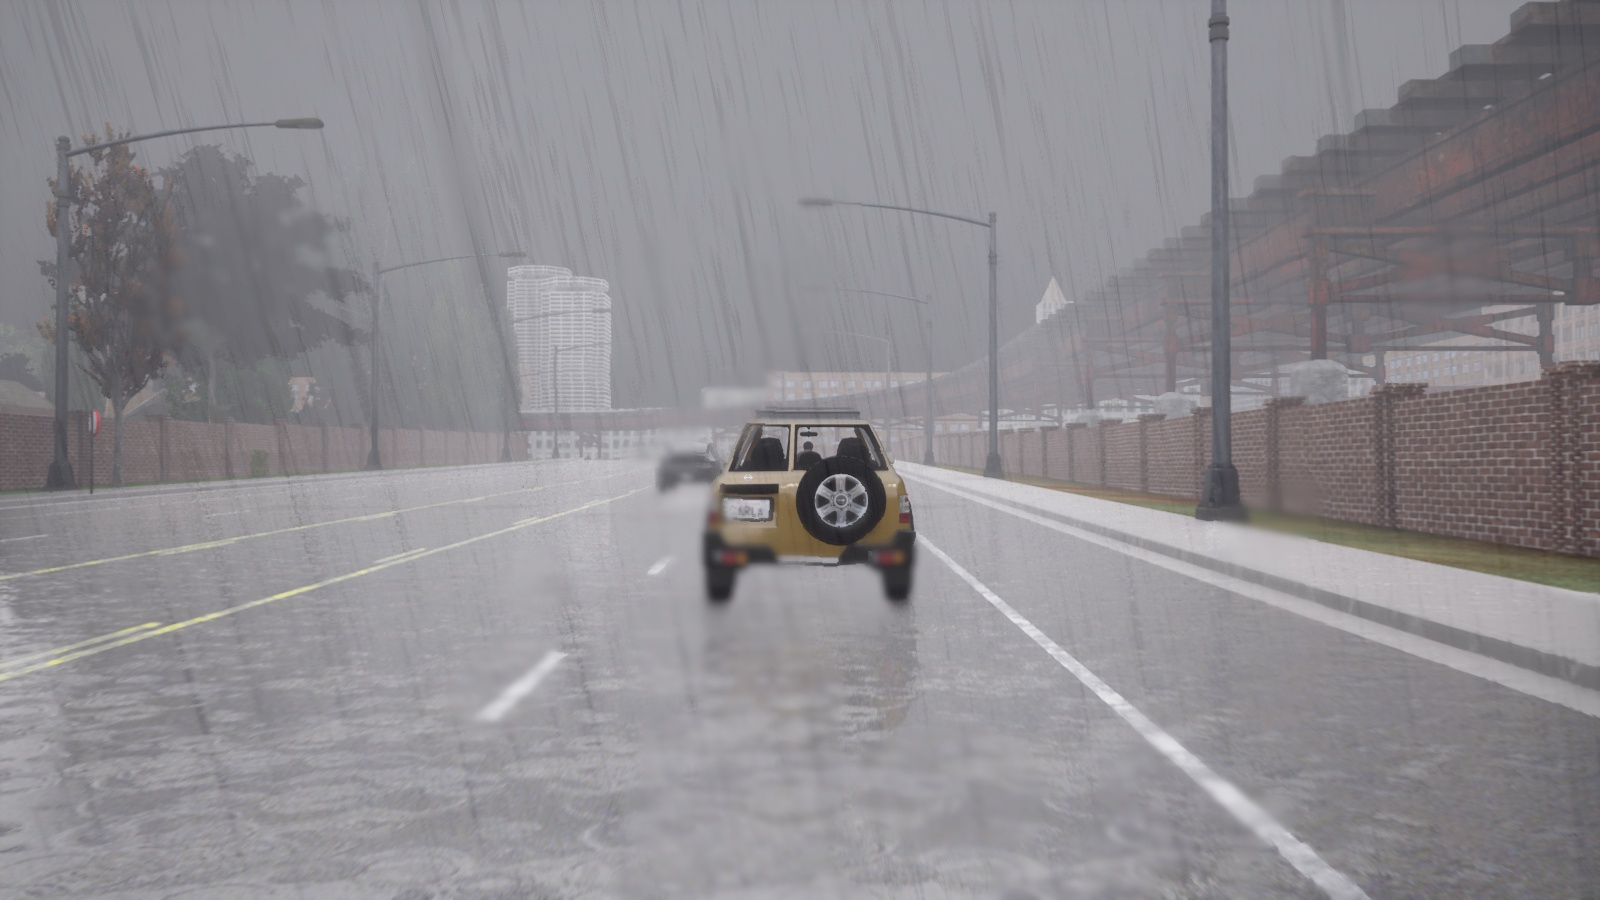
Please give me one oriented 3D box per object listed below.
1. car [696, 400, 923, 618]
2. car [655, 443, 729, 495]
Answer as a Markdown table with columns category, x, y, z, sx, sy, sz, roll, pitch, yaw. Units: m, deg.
| category | x | y | z | sx | sy | sz | roll | pitch | yaw |
| --- | --- | --- | --- | --- | --- | --- | --- | --- | --- |
| car | 0.092 | 0.489 | 13.010 | 1.932 | 1.855 | 4.605 | 0 | 0 | 0 |
| car | -3.256 | 0.527 | 38.716 | 1.837 | 1.490 | 4.892 | 0 | 0 | 0 |
